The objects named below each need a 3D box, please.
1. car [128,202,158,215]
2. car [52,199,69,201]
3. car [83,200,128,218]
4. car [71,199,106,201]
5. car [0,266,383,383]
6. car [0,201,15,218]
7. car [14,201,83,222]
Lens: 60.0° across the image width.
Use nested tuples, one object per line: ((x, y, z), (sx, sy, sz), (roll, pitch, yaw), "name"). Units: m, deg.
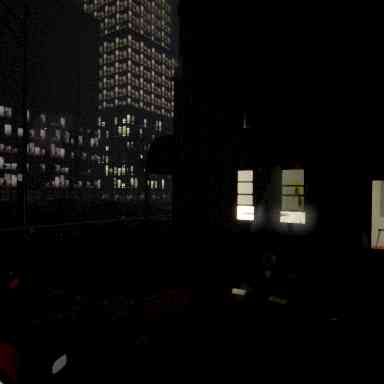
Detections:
((-5.543, 1.773, 36.483), (1.802, 1.307, 4.206), (1, 0, 34), "car")
((-15.167, 1.474, 37.700), (1.967, 1.590, 4.097), (1, 0, 34), "car")
((-8.631, 1.731, 31.956), (1.947, 1.339, 4.313), (1, 0, 34), "car")
((-11.110, 1.583, 38.815), (2.128, 1.511, 4.902), (1, 0, 34), "car")
((-0.024, 1.544, 2.839), (4.507, 1.381, 1.887), (0, 1, 34), "car")
((-17.556, 1.543, 29.373), (1.837, 1.490, 4.892), (1, 0, 34), "car")
((-11.721, 1.690, 27.428), (2.008, 1.369, 4.403), (1, 0, 34), "car")
